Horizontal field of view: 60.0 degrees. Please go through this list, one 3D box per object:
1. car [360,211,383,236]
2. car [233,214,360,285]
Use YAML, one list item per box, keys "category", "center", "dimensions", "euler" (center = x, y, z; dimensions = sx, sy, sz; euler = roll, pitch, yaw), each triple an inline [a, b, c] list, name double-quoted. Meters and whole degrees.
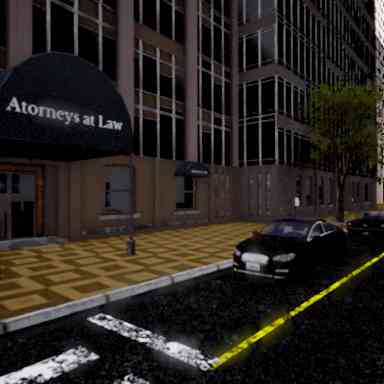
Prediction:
- category: "car"
  center: [9.781, 1.689, 17.711]
  dimensions: [1.895, 1.301, 4.718]
  euler: [-1, -1, 41]
- category: "car"
  center: [3.079, 1.549, 9.906]
  dimensions: [2.128, 1.511, 4.902]
  euler: [-1, -1, 41]
